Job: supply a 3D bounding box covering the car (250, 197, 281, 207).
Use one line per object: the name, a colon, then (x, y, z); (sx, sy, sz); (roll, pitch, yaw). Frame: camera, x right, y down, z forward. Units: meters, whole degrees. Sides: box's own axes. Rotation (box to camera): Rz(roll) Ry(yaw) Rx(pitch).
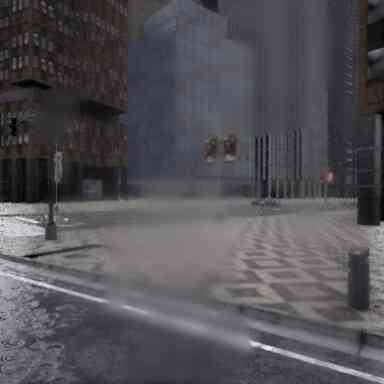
car: (10.825, 1.455, 48.508); (5.357, 1.411, 2.033); (0, 0, -40)
